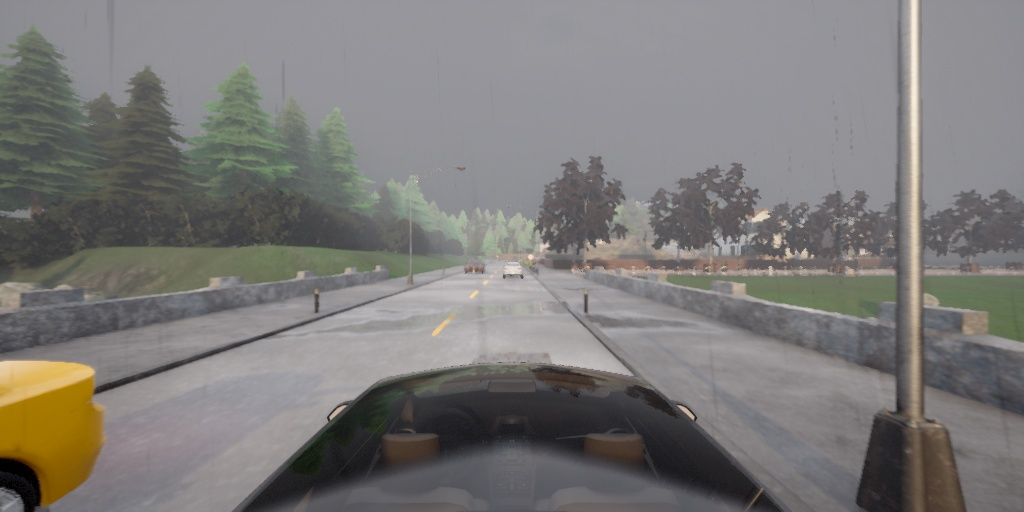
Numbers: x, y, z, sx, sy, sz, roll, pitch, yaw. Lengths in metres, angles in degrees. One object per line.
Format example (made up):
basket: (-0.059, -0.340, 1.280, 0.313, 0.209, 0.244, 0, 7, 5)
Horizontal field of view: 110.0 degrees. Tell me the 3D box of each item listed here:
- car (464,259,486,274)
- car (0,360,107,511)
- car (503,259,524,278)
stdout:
car: (-4.101, 1.109, 40.493, 2.097, 1.767, 4.553, 0, 0, 0)
car: (-4.100, 1.227, 0.622, 1.882, 1.535, 5.008, 0, 0, 0)
car: (0.087, 1.282, 33.975, 1.812, 1.442, 4.674, 0, 0, 0)
